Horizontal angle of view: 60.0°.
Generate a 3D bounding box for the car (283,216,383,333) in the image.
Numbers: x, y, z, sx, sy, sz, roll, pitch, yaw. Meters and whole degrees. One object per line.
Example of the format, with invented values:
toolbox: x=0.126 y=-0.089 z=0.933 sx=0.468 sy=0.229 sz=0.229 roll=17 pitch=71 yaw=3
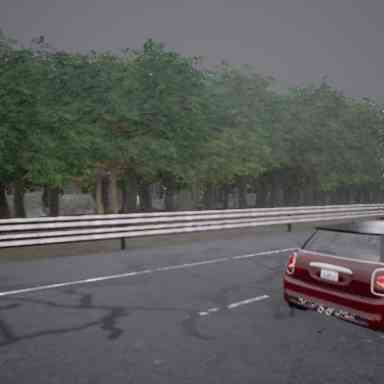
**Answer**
car: x=3.930 y=1.352 z=6.557 sx=4.553 sy=1.767 sz=2.097 roll=0 pitch=0 yaw=-35
